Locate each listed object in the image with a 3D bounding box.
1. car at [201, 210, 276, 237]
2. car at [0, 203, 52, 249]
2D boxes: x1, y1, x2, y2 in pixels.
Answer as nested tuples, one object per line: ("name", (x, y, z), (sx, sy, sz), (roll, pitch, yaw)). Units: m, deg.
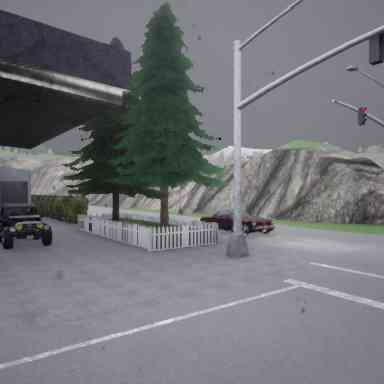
("car", (2.645, 1.792, 19.836), (1.895, 1.301, 4.718), (0, 0, -36))
("car", (-8.047, 1.505, 15.803), (1.905, 1.878, 3.866), (0, 0, -37))
